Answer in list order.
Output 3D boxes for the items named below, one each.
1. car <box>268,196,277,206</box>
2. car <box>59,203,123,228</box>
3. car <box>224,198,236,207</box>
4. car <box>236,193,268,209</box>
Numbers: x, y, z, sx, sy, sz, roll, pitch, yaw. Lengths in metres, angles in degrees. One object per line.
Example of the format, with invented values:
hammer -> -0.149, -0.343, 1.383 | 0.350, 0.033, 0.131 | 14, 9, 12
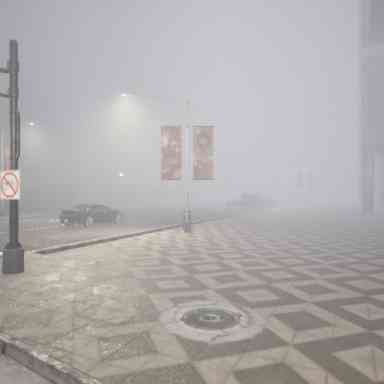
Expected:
car -> 12.817, 1.448, 55.095 | 2.128, 1.511, 4.902 | 0, 0, 26
car -> -6.636, 1.498, 22.501 | 1.837, 1.490, 4.892 | 0, 0, 26
car -> 6.501, 1.569, 49.494 | 1.895, 1.301, 4.718 | 0, 0, 27
car -> 8.297, 1.188, 45.768 | 2.150, 2.045, 5.566 | 0, 0, 27
